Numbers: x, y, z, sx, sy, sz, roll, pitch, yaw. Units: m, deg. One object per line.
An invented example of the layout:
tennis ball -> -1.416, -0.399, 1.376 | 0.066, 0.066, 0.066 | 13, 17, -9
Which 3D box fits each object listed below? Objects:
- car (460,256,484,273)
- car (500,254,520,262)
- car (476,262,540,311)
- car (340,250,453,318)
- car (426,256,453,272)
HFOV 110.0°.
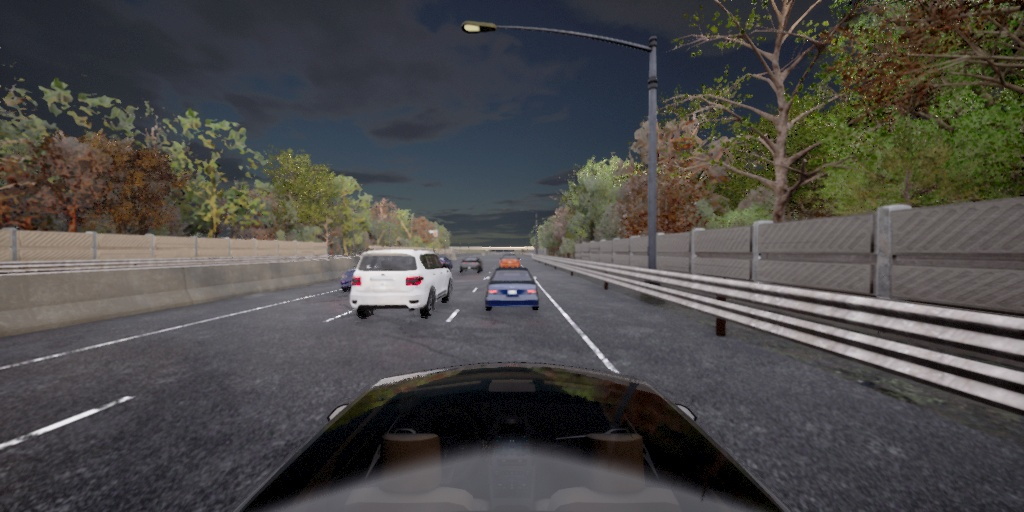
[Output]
car -> -3.689, 0.777, 33.366 | 2.128, 1.511, 4.902 | 0, 1, -1
car -> -0.230, 0.577, 37.574 | 2.097, 1.767, 4.553 | 0, 1, 0
car -> -0.009, 1.117, 13.468 | 2.033, 1.411, 5.357 | 0, 1, 0
car -> -3.498, 0.810, 12.320 | 2.150, 2.045, 5.566 | 0, 1, 0
car -> -7.216, 0.772, 36.315 | 1.812, 1.442, 4.674 | 0, 1, -1
